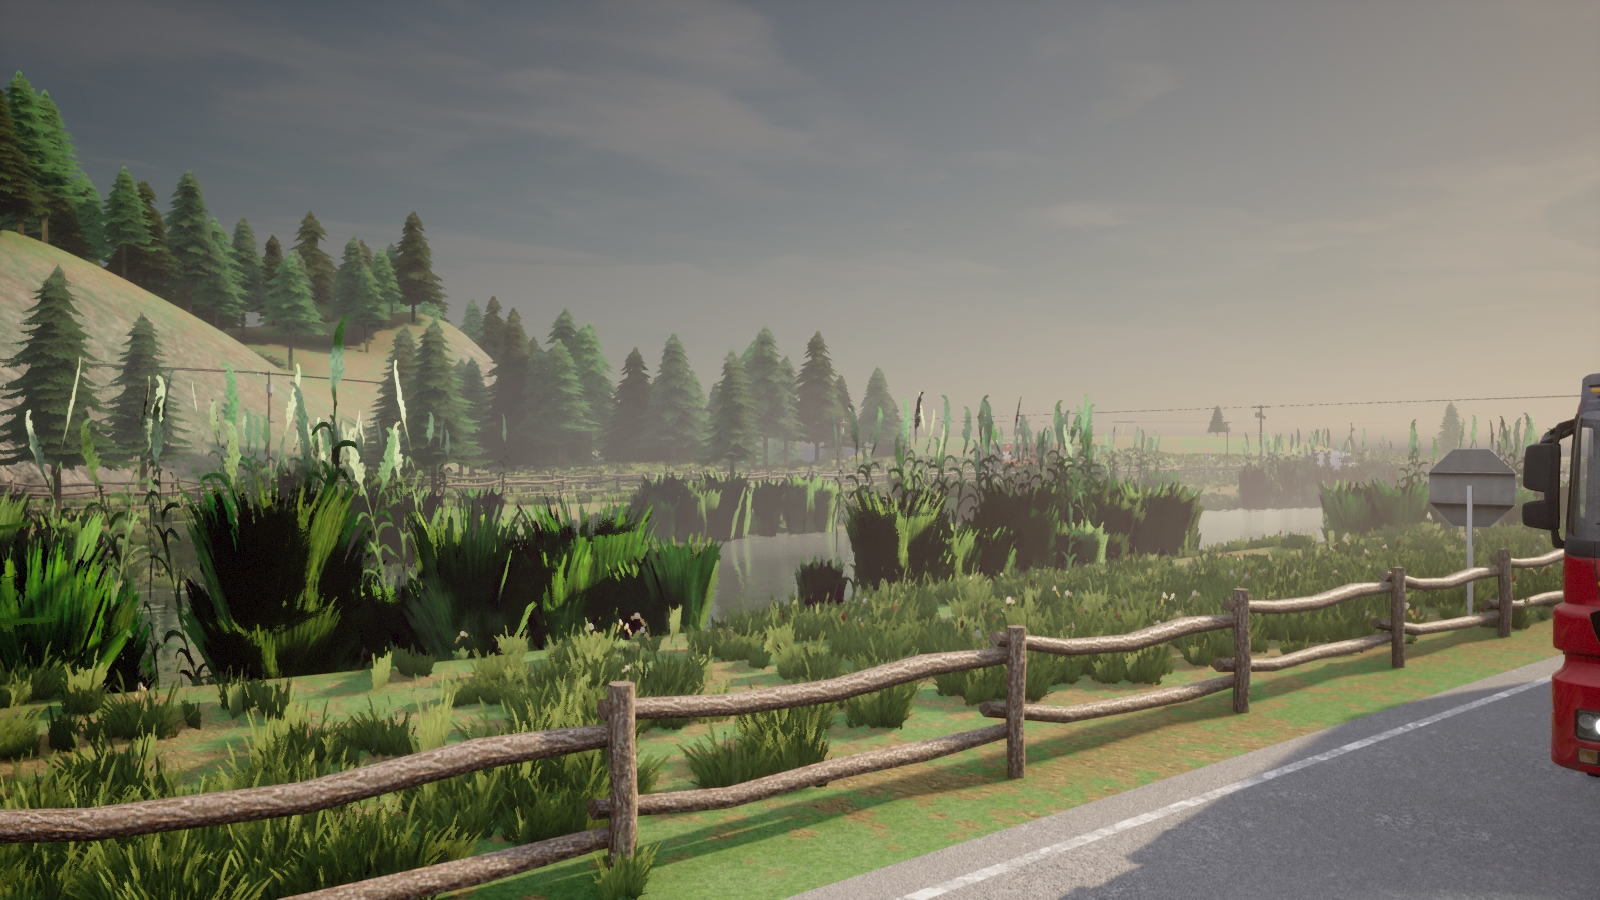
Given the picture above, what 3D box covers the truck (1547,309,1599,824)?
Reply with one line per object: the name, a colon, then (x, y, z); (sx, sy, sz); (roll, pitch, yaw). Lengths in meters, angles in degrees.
truck: (9.557, 0.862, 10.962); (2.891, 3.827, 8.468); (0, 0, 41)
